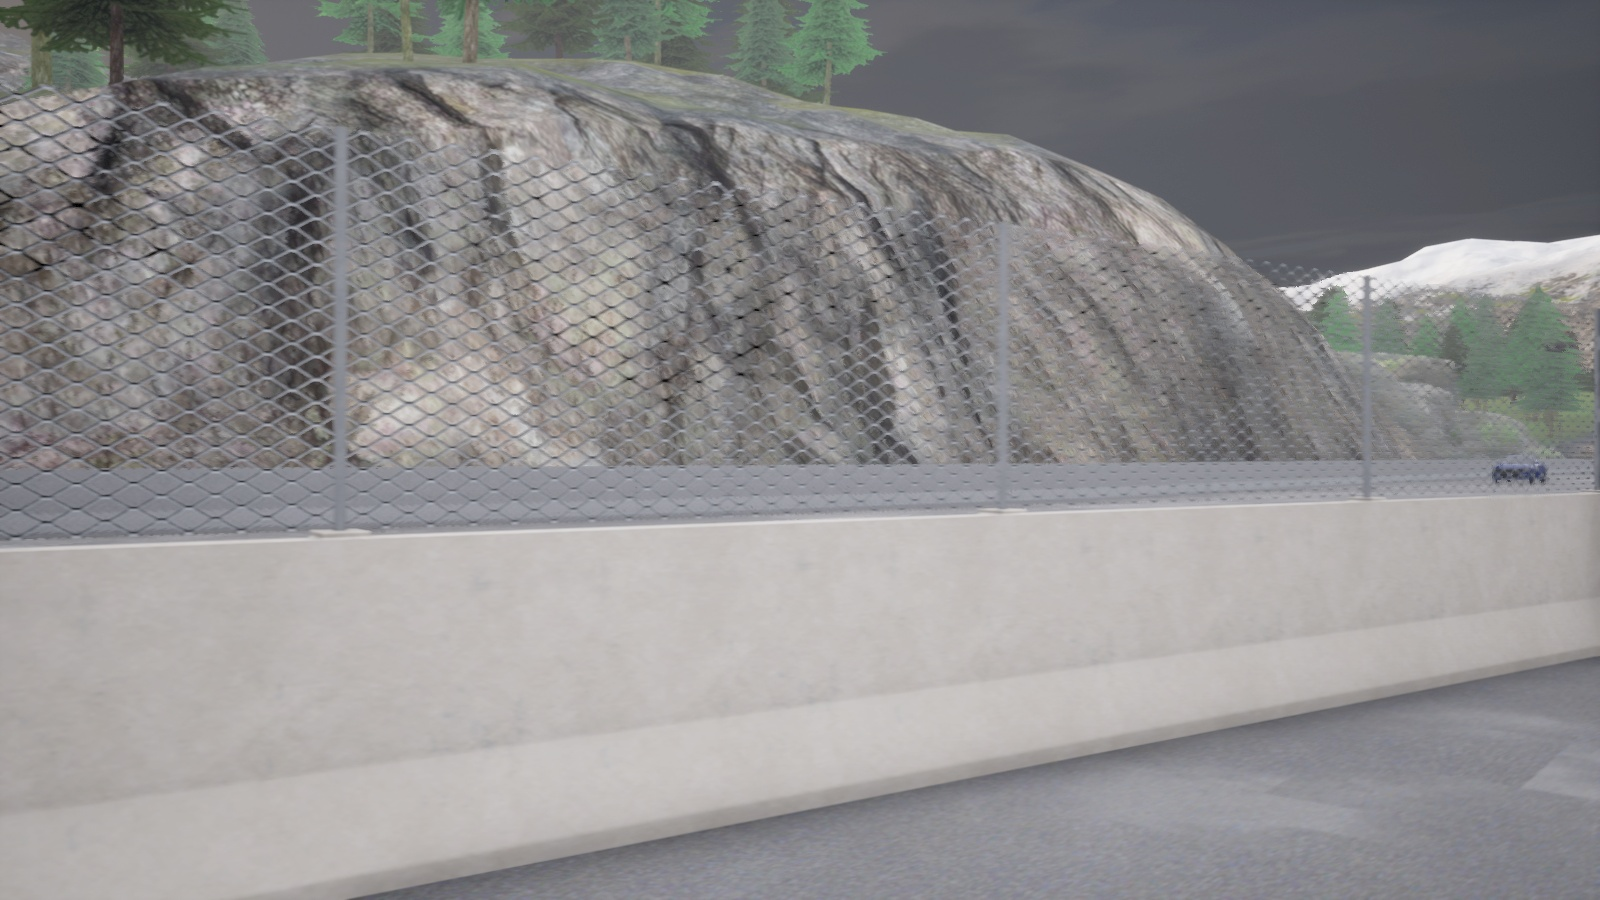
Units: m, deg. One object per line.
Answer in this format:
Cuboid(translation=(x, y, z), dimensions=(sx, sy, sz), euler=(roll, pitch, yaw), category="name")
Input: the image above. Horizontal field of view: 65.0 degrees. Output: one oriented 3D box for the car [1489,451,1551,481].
Cuboid(translation=(37.672, 0.811, 65.663), dimensions=(1.882, 1.535, 5.008), euler=(0, 0, 41), category="car")
